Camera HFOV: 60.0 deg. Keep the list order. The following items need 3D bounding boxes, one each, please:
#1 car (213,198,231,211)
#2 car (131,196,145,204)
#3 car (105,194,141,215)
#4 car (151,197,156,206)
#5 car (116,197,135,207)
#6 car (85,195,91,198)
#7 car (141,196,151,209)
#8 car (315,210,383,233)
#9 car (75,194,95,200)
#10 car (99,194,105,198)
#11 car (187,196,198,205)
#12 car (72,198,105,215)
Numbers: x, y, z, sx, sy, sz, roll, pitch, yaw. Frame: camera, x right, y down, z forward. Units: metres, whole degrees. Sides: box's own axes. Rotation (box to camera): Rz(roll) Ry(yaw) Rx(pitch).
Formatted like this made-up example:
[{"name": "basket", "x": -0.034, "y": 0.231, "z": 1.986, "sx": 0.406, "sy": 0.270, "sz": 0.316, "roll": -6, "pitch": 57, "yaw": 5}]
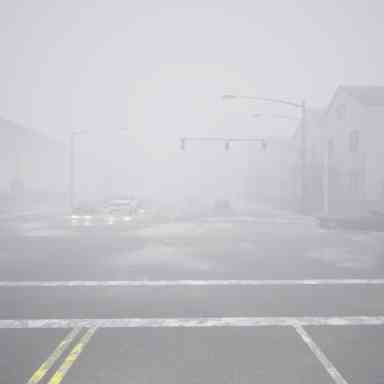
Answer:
[{"name": "car", "x": 3.625, "y": 1.491, "z": 40.645, "sx": 2.128, "sy": 1.511, "sz": 4.902, "roll": 0, "pitch": 0, "yaw": 0}, {"name": "car", "x": -10.474, "y": 1.525, "z": 64.876, "sx": 1.812, "sy": 1.442, "sz": 4.674, "roll": 0, "pitch": 0, "yaw": 0}, {"name": "car", "x": -7.070, "y": 1.221, "z": 34.691, "sx": 2.150, "sy": 2.045, "sz": 5.566, "roll": 0, "pitch": 0, "yaw": 0}, {"name": "car", "x": -7.040, "y": 1.477, "z": 54.631, "sx": 1.882, "sy": 1.535, "sz": 5.008, "roll": 0, "pitch": 0, "yaw": 0}, {"name": "car", "x": -10.549, "y": 1.547, "z": 53.316, "sx": 2.033, "sy": 1.411, "sz": 5.357, "roll": 0, "pitch": 0, "yaw": 0}, {"name": "car", "x": -28.105, "y": 1.452, "z": 84.393, "sx": 2.038, "sy": 1.542, "sz": 4.974, "roll": 0, "pitch": 0, "yaw": -36}, {"name": "car", "x": -7.060, "y": 1.505, "z": 44.243, "sx": 1.837, "sy": 1.490, "sz": 4.892, "roll": 0, "pitch": 0, "yaw": 0}, {"name": "car", "x": 9.505, "y": 1.665, "z": 18.889, "sx": 4.718, "sy": 1.301, "sz": 1.895, "roll": 2, "pitch": 0, "yaw": 14}, {"name": "car", "x": -28.890, "y": 1.452, "z": 89.760, "sx": 2.038, "sy": 1.542, "sz": 4.974, "roll": 0, "pitch": 0, "yaw": 29}, {"name": "car", "x": -10.562, "y": 1.221, "z": 42.921, "sx": 2.150, "sy": 2.045, "sz": 5.566, "roll": 0, "pitch": 0, "yaw": 0}, {"name": "car", "x": 0.052, "y": 1.491, "z": 58.646, "sx": 2.128, "sy": 1.511, "sz": 4.902, "roll": 0, "pitch": 0, "yaw": 0}, {"name": "car", "x": -10.570, "y": 1.564, "z": 33.662, "sx": 1.994, "sy": 1.385, "sz": 4.181, "roll": 0, "pitch": 0, "yaw": 0}]
